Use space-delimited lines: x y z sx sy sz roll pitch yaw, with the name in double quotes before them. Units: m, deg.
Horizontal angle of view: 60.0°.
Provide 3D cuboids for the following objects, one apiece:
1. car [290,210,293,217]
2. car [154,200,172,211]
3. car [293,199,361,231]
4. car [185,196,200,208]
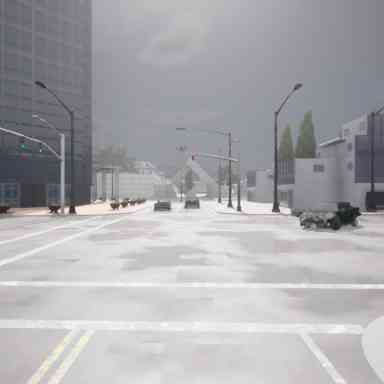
"car" 10.822 1.545 27.142 5.357 1.411 2.033 0 0 0
"car" -3.619 1.601 41.646 1.895 1.301 4.718 0 0 0
"car" 8.483 1.351 20.643 2.097 1.767 4.553 0 0 44
"car" 0.050 1.352 49.633 2.097 1.767 4.553 0 0 0
